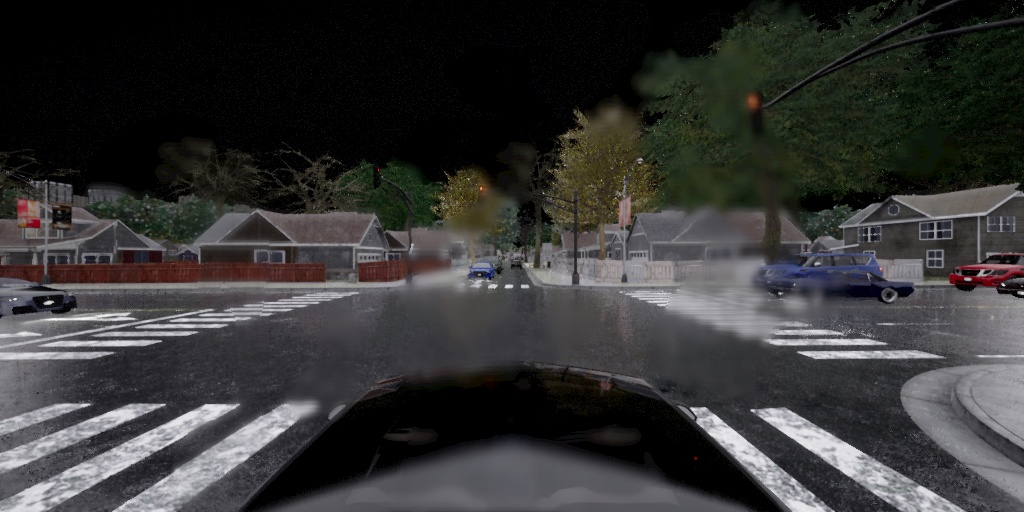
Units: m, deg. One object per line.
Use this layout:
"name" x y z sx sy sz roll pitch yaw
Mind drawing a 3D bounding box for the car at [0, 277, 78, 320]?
"car" -17.591 1.409 12.124 4.181 1.385 1.994 0 0 1

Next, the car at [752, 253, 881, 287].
"car" 15.485 0.868 18.291 5.566 2.045 2.150 0 0 1

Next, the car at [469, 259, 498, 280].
"car" -2.575 1.240 31.310 1.882 1.535 5.008 0 0 1

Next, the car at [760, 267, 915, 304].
"car" 13.555 1.260 15.059 4.718 1.301 1.895 0 0 1

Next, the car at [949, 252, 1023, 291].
"car" 25.851 0.810 18.107 5.566 2.045 2.150 0 0 1

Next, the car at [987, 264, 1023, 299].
"car" 23.944 1.149 14.887 5.357 1.411 2.033 0 0 2

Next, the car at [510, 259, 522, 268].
"car" 0.734 1.295 60.886 1.837 1.490 4.892 0 0 1

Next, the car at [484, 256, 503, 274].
"car" -2.374 0.992 41.626 2.150 2.045 5.566 0 0 1
